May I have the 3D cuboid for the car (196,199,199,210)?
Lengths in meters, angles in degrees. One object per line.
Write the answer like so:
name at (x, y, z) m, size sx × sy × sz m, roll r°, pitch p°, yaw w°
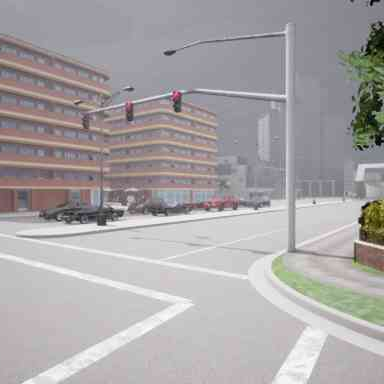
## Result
car at (0.681, 1.601, 41.872) m, size 1.895 × 1.301 × 4.718 m, roll 0°, pitch 0°, yaw 36°

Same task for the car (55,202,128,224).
car at (-7.376, 1.601, 24.910) m, size 1.895 × 1.301 × 4.718 m, roll 0°, pitch 0°, yaw 33°

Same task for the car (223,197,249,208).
car at (6.734, 1.526, 50.131) m, size 1.812 × 1.442 × 4.674 m, roll 0°, pitch 0°, yaw 36°

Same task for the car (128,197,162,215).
car at (-4.574, 1.352, 34.656) m, size 2.097 × 1.767 × 4.553 m, roll 0°, pitch 0°, yaw 35°

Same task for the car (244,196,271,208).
car at (9.667, 1.352, 48.214) m, size 2.097 × 1.767 × 4.553 m, roll 0°, pitch 0°, yaw 36°

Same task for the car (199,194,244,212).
car at (3.613, 1.221, 39.950) m, size 2.150 × 2.045 × 5.566 m, roll 0°, pitch 0°, yaw 36°

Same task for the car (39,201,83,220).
car at (-9.979, 1.505, 27.245) m, size 1.837 × 1.490 × 4.892 m, roll 0°, pitch 0°, yaw 36°

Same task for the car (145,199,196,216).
car at (-1.964, 1.599, 32.306) m, size 1.895 × 1.301 × 4.718 m, roll 0°, pitch 0°, yaw 36°
